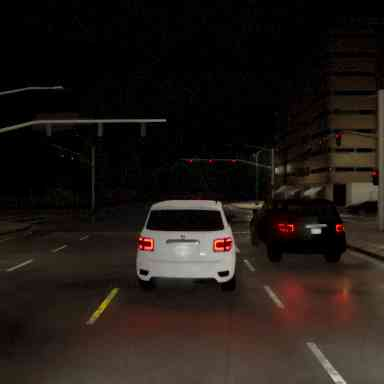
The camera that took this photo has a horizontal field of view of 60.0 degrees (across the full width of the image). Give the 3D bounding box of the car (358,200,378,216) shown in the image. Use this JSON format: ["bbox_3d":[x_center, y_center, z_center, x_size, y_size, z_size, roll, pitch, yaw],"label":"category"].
[{"bbox_3d":[17.981,1.557,33.240,4.892,1.490,1.837,0,0,0],"label":"car"}]

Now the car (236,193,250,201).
[{"bbox_3d":[13.140,1.218,80.799,5.566,2.045,2.150,0,0,-41],"label":"car"}]

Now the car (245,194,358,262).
[{"bbox_3d":[3.588,1.220,12.245,2.150,2.045,5.566,0,0,0],"label":"car"}]

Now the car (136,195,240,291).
[{"bbox_3d":[0.024,1.221,9.222,2.150,2.045,5.566,0,0,4],"label":"car"}]

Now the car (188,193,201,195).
[{"bbox_3d":[0.258,1.215,69.455,2.150,2.045,5.566,0,0,23],"label":"car"}]

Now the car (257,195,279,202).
[{"bbox_3d":[18.268,1.533,80.287,5.357,1.411,2.033,0,0,-33],"label":"car"}]

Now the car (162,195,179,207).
[{"bbox_3d":[-3.297,1.349,51.963,2.097,1.767,4.553,0,0,3],"label":"car"}]

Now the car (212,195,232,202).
[{"bbox_3d":[7.277,1.533,79.999,2.033,1.411,5.357,0,0,42],"label":"car"}]

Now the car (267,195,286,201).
[{"bbox_3d":[21.912,1.517,86.309,4.674,1.442,1.812,0,0,-22],"label":"car"}]
